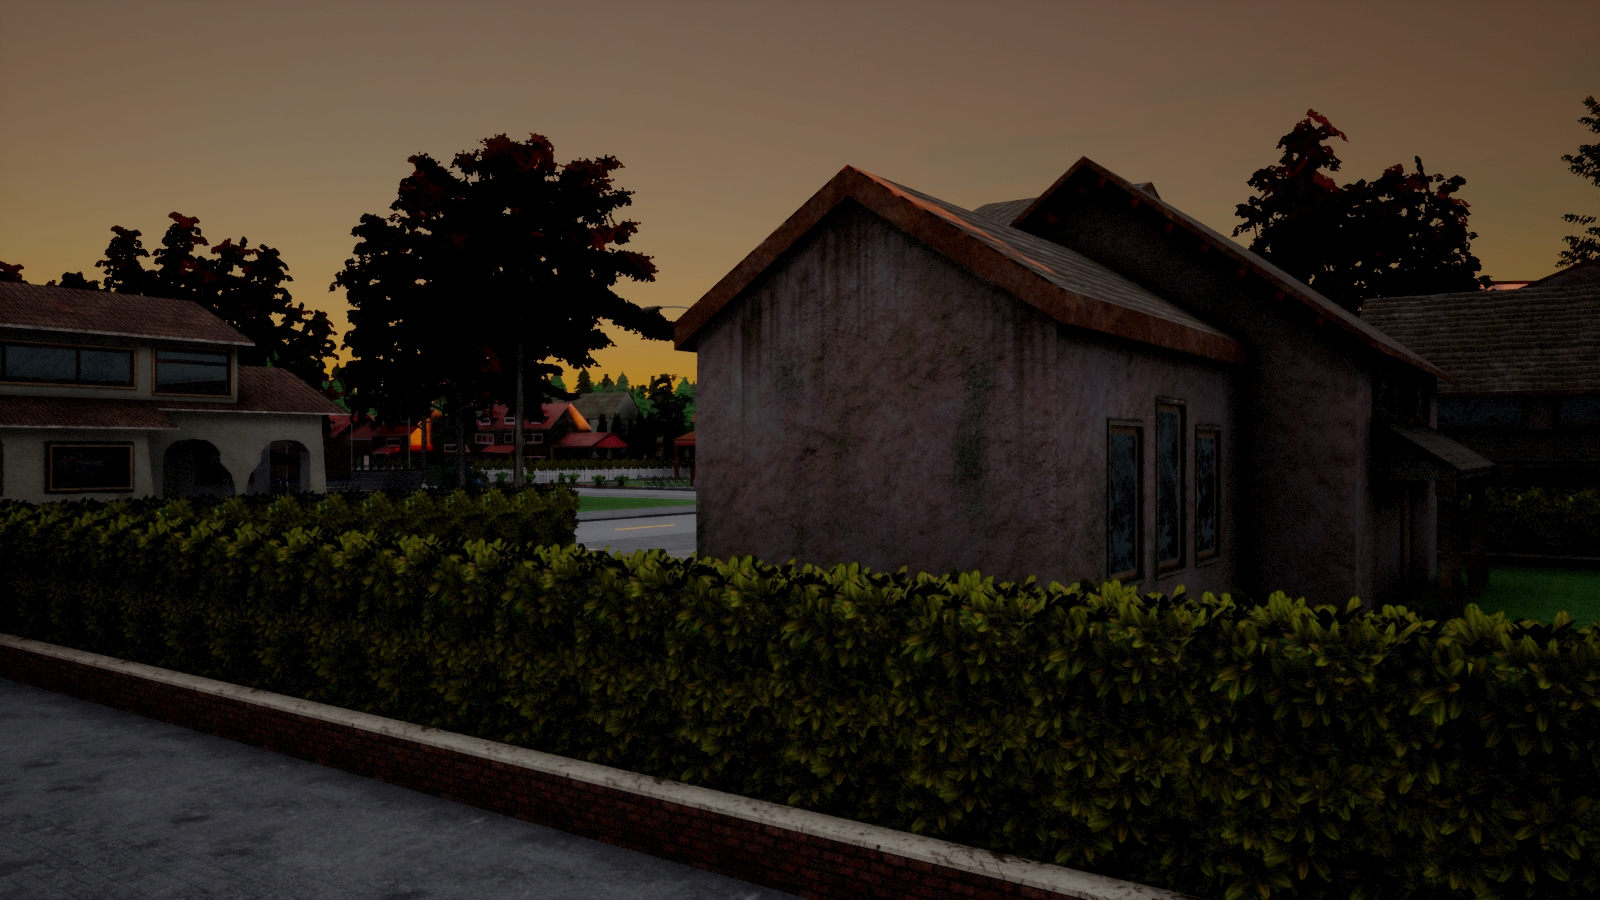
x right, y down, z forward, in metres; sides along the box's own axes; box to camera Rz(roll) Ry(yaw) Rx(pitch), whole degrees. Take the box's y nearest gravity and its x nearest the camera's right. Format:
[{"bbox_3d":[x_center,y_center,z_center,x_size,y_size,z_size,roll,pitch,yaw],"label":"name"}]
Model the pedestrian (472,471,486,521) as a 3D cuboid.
[{"bbox_3d":[-12.190,1.733,43.405,0.375,1.860,0.375,0,0,37],"label":"pedestrian"}]
